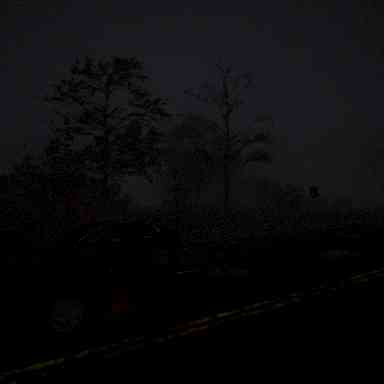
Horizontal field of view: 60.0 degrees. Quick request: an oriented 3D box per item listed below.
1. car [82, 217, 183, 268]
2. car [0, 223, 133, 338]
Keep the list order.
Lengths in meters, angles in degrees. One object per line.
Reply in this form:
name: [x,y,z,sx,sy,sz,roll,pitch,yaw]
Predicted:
car: [-2.578,1.524,9.847,4.892,1.490,1.837,1,0,-36]
car: [-3.656,1.481,5.076,5.008,1.535,1.882,0,0,-36]
